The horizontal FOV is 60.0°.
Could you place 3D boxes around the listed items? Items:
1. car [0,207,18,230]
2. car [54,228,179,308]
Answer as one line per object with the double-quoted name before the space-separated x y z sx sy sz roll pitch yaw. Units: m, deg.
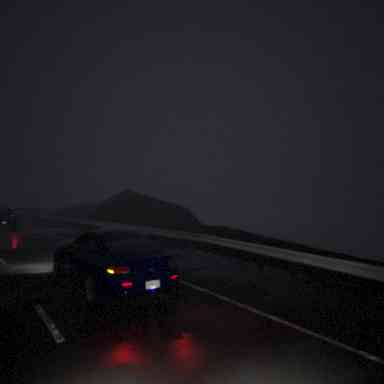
"car" -13.670 1.806 23.317 2.128 1.511 4.902 1 -1 -40
"car" -2.063 1.640 8.301 1.812 1.442 4.674 1 -1 -35
